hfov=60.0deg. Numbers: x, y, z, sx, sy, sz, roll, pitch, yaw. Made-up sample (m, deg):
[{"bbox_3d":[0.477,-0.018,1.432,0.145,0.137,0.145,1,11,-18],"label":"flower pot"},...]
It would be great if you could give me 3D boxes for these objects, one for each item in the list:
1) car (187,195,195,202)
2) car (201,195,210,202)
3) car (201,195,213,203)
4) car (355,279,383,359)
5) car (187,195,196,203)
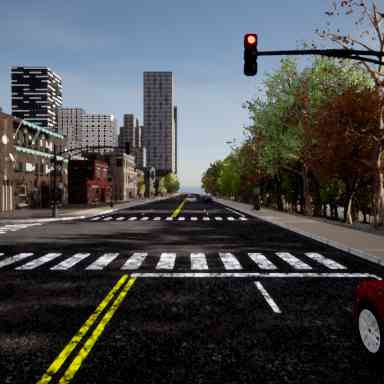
[{"bbox_3d":[-0.178,1.469,77.360,1.837,1.490,4.892,0,0,0],"label":"car"},{"bbox_3d":[3.076,1.470,76.301,1.837,1.490,4.892,0,0,0],"label":"car"},{"bbox_3d":[3.196,1.523,65.807,2.033,1.411,5.357,0,0,0],"label":"car"},{"bbox_3d":[3.343,1.477,2.940,1.882,1.535,5.008,0,0,0],"label":"car"},{"bbox_3d":[-0.055,1.575,67.321,1.895,1.301,4.718,0,0,0],"label":"car"}]
